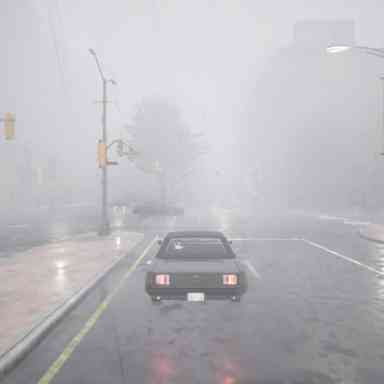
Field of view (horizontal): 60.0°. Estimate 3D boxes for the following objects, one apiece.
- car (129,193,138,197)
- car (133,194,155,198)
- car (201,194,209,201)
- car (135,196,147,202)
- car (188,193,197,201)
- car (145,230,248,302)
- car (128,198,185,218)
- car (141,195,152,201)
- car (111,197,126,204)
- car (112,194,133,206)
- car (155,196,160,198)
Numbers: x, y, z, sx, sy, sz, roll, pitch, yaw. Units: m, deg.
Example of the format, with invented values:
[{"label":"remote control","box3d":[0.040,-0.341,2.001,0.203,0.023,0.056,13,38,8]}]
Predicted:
[{"label":"car","box3d":[-11.512,1.221,64.573,2.150,2.045,5.566,0,0,1]},{"label":"car","box3d":[-8.066,1.547,56.559,2.033,1.411,5.357,0,0,0]},{"label":"car","box3d":[3.534,1.519,86.892,2.128,1.511,4.902,0,0,0]},{"label":"car","box3d":[-11.471,1.552,74.457,1.994,1.385,4.181,0,0,0]},{"label":"car","box3d":[0.034,1.218,86.507,2.150,2.045,5.566,0,0,0]},{"label":"car","box3d":[0.078,1.601,8.209,1.895,1.301,4.718,0,0,0]},{"label":"car","box3d":[-3.004,1.525,29.884,4.674,1.442,1.812,0,0,0]},{"label":"car","box3d":[-11.467,1.525,84.691,2.128,1.511,4.902,0,0,0]},{"label":"car","box3d":[-14.723,1.595,66.869,1.895,1.301,4.718,0,0,0]},{"label":"car","box3d":[-11.566,1.526,55.161,1.812,1.442,4.674,0,0,0]},{"label":"car","box3d":[-8.003,1.564,65.795,1.994,1.385,4.181,0,0,1]}]
